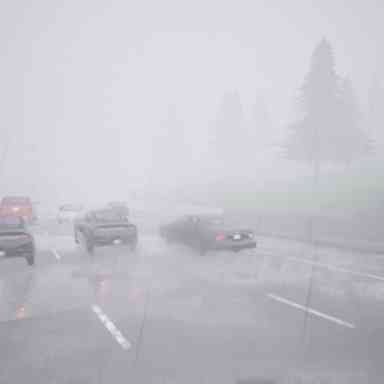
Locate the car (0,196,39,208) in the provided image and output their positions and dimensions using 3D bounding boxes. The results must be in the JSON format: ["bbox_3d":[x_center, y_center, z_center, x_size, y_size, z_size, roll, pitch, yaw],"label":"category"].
[{"bbox_3d":[-12.415,1.271,23.984,2.150,2.045,5.566,0,0,-23],"label":"car"}]

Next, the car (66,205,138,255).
[{"bbox_3d":[-3.656,1.514,13.670,2.128,1.511,4.902,0,0,-27],"label":"car"}]

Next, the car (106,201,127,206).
[{"bbox_3d":[-6.438,1.549,27.872,1.837,1.490,4.892,0,0,-22],"label":"car"}]

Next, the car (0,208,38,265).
[{"bbox_3d":[-6.375,1.512,11.284,2.128,1.511,4.902,0,0,-27],"label":"car"}]

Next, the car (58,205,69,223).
[{"bbox_3d":[-9.390,1.646,25.841,1.895,1.301,4.718,0,0,-22],"label":"car"}]

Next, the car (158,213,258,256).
[{"bbox_3d":[0.378,1.563,13.418,2.033,1.411,5.357,0,0,-27],"label":"car"}]
